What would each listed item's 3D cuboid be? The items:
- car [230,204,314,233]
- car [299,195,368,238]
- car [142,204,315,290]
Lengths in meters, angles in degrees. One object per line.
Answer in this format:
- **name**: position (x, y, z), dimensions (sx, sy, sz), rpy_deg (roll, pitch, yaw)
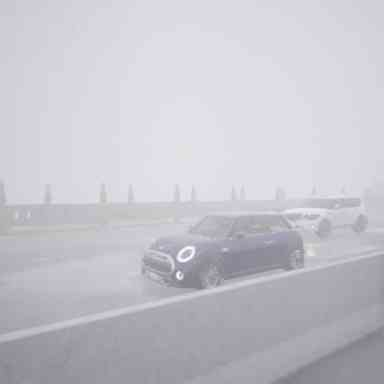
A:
- **car**: position (5.000, 1.515, 20.452), dimensions (5.357, 1.411, 2.033), rpy_deg (0, 0, -35)
- **car**: position (7.142, 1.189, 17.680), dimensions (5.566, 2.045, 2.150), rpy_deg (0, 0, -35)
- **car**: position (0.948, 1.338, 8.966), dimensions (4.553, 1.767, 2.097), rpy_deg (0, 0, -35)
